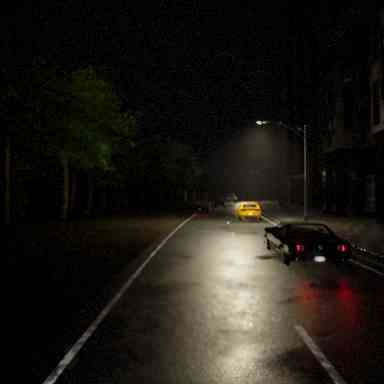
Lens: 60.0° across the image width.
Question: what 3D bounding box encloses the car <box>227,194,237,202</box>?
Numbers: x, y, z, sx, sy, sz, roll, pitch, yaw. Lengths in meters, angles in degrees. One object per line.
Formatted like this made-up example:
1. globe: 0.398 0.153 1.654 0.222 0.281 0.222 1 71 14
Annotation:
1. car: 9.277 1.444 78.358 2.150 2.045 5.566 0 0 14

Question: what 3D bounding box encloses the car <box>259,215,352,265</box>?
1. car: 3.891 1.714 12.104 1.895 1.301 4.718 0 0 2

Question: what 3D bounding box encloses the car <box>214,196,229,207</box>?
1. car: 4.793 1.825 56.596 1.837 1.490 4.892 0 0 10

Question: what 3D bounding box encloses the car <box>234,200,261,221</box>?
1. car: 5.085 1.698 29.972 1.882 1.535 5.008 0 0 5

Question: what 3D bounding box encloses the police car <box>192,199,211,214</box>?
1. police car: 1.146 1.692 39.066 1.930 1.638 5.238 0 0 7
